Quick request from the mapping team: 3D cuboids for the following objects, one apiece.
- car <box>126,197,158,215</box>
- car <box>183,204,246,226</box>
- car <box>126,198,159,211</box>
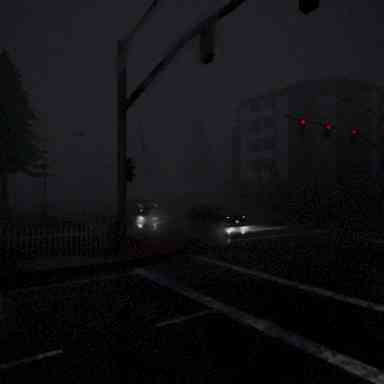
[{"bbox_3d":[-5.280,1.354,33.845,2.097,1.767,4.553,0,0,-34],"label":"car"},{"bbox_3d":[1.448,1.550,23.855,2.033,1.411,5.357,0,0,-34],"label":"car"},{"bbox_3d":[-6.380,1.551,42.068,2.033,1.411,5.357,0,0,-34],"label":"car"}]
